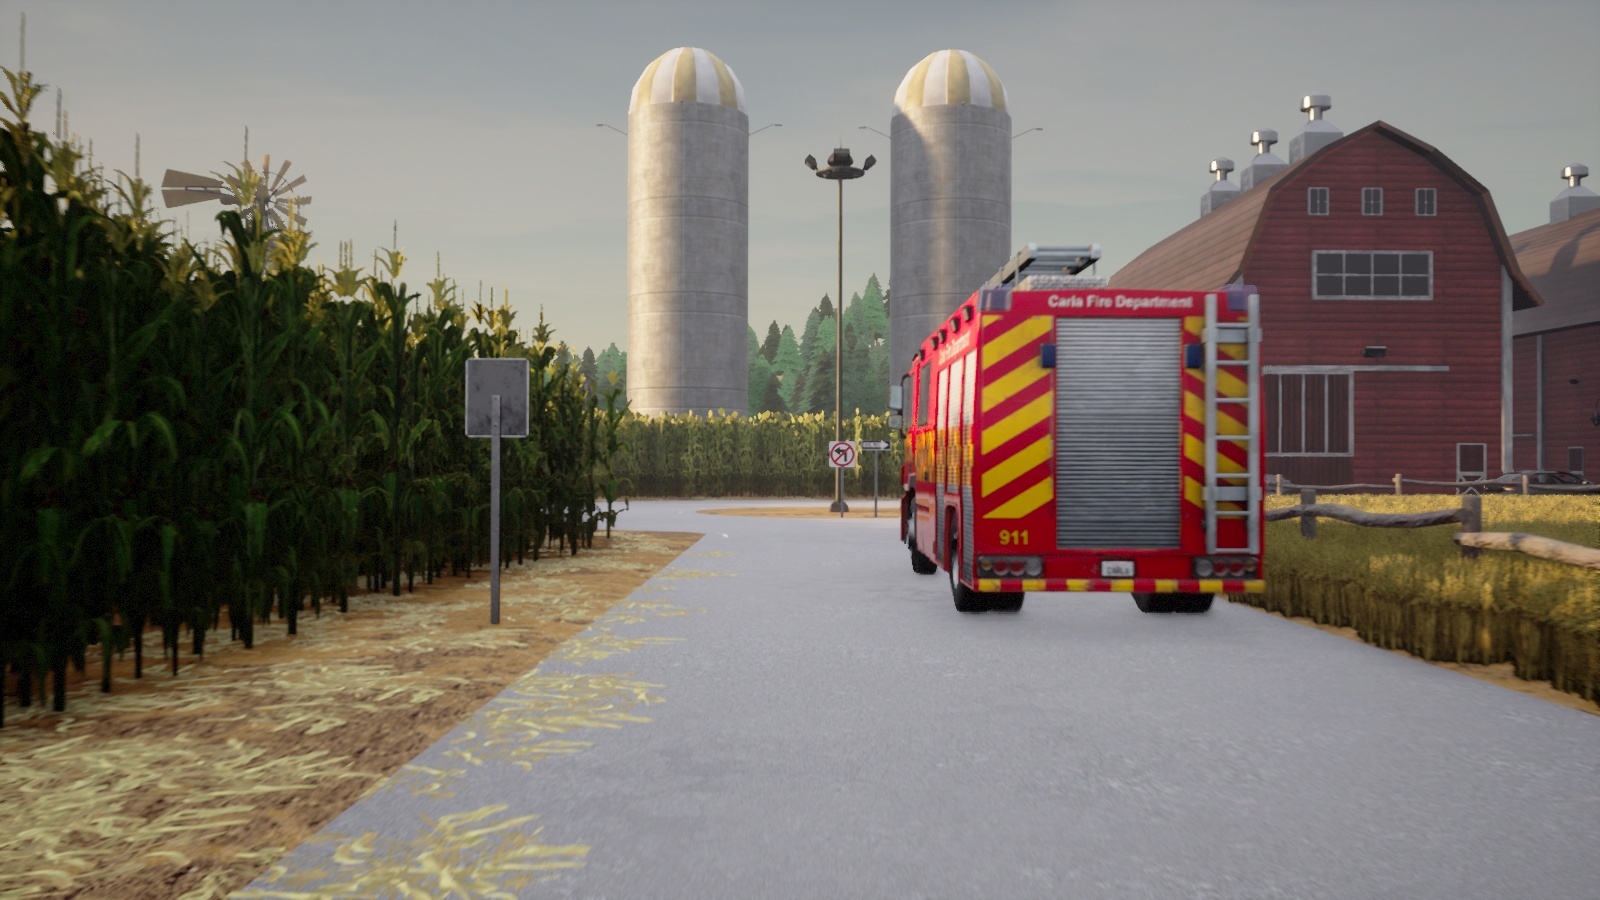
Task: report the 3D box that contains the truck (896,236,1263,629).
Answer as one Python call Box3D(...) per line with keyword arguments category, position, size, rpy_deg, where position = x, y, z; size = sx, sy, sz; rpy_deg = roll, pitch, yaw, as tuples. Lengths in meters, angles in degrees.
Box3D(category="truck", position=(3.055, -0.120, 16.508), size=(2.891, 3.827, 8.468), rpy_deg=(0, -1, 0))

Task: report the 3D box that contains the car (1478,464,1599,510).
Box3D(category="car", position=(25.061, 1.211, 41.664), size=(4.193, 1.474, 1.816), rpy_deg=(0, -1, -4))

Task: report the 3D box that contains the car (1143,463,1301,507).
Box3D(category="car", position=(14.951, 1.221, 44.699), size=(4.902, 1.511, 2.128), rpy_deg=(0, 0, 1))
